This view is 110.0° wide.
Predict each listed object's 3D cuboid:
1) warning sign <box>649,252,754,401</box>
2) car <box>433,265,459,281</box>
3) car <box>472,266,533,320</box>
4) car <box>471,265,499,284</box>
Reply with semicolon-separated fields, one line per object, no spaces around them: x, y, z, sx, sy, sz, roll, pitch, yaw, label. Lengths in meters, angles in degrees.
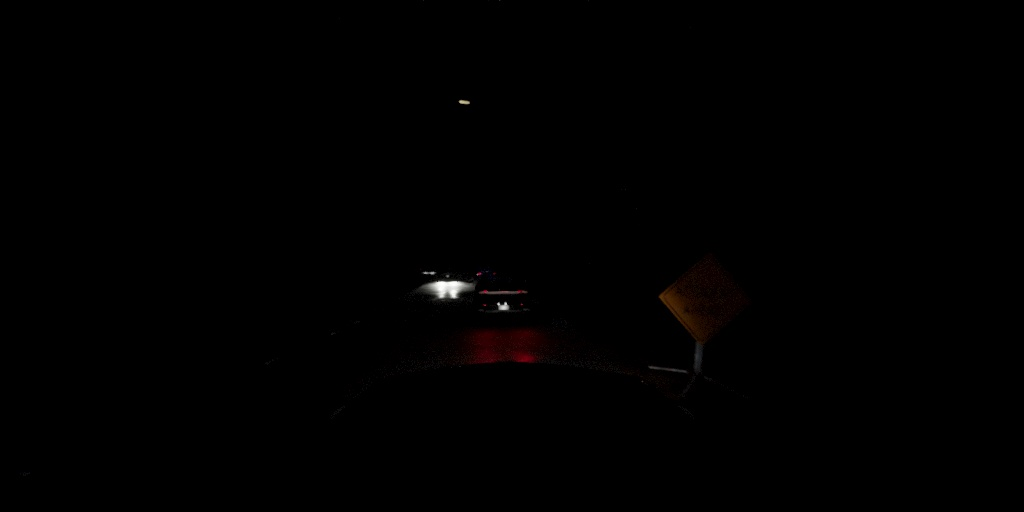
2.610;0.870;5.085;1.300;1.860;1.060;0;0;-1;warning sign
-6.124;1.585;34.202;2.128;1.511;4.902;-1;-1;-10;car
-0.383;1.291;12.830;2.128;1.511;4.902;0;0;-3;car
-2.469;1.558;31.869;2.033;1.411;5.357;-1;-1;-9;car
